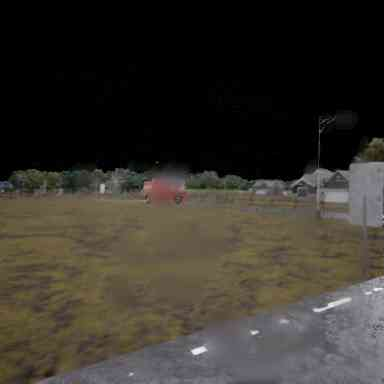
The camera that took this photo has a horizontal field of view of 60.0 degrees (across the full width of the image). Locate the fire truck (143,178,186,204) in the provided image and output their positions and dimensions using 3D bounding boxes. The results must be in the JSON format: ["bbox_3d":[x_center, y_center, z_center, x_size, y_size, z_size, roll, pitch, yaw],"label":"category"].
[{"bbox_3d":[-4.409,-0.191,51.818,2.891,3.827,8.468,2,-1,-35],"label":"fire truck"}]
